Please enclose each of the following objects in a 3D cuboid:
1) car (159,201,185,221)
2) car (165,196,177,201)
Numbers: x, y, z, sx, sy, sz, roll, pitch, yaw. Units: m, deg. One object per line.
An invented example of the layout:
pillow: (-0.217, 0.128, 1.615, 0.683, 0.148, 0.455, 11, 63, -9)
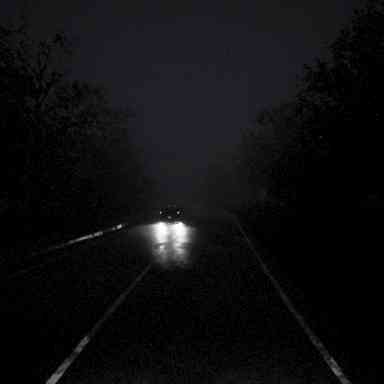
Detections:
car: (-1.683, 1.747, 29.034, 1.895, 1.301, 4.718, 0, 0, 4)
car: (-4.500, 1.628, 70.707, 2.097, 1.767, 4.553, 1, 0, -13)
